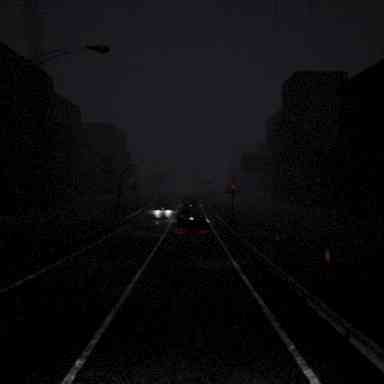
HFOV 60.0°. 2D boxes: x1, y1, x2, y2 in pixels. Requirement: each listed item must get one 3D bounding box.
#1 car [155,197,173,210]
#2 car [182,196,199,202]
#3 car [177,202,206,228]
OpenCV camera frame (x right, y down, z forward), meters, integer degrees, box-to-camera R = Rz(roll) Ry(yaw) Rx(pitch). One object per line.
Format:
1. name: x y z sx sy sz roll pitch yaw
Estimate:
1. car: -3.333 1.338 40.163 2.033 1.411 5.357 0 2 0
2. car: -0.150 1.241 41.520 1.837 1.490 4.892 0 2 0
3. car: -0.041 1.728 24.078 1.994 1.385 4.181 0 1 0
